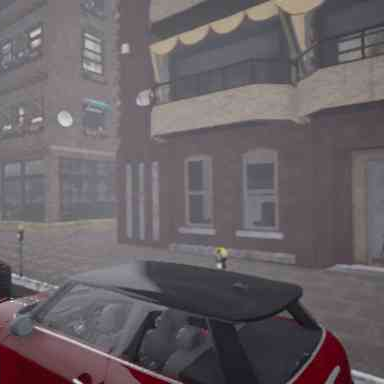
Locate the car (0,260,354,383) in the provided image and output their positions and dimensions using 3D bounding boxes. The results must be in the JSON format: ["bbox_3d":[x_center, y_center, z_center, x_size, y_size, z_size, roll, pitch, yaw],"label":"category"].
[{"bbox_3d":[-0.658,1.439,3.363,4.097,1.590,1.967,0,-1,36],"label":"car"}]
